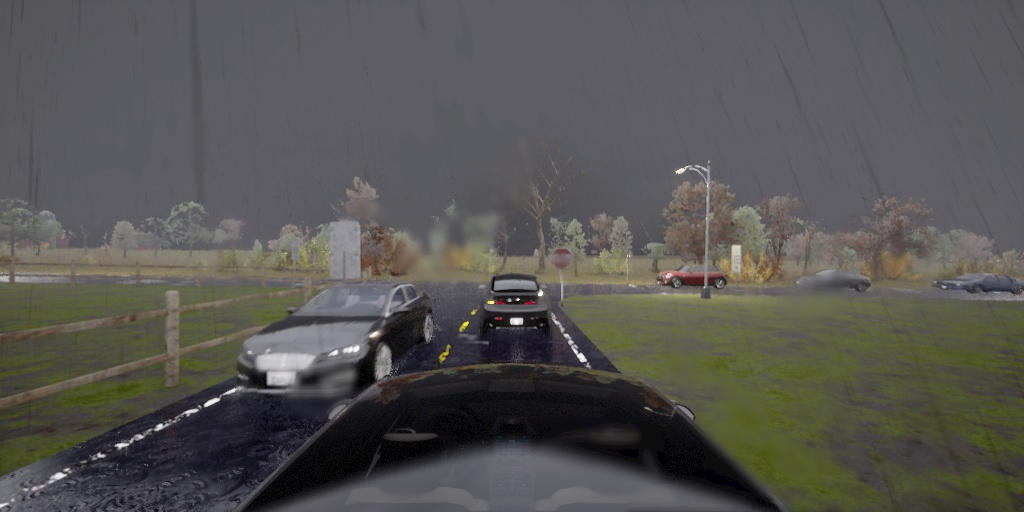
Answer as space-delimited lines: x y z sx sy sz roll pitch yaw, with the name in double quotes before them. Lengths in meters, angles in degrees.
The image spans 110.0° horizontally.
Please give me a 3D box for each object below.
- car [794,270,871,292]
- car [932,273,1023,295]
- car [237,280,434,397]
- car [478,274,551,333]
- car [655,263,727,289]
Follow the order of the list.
"car" 23.110 1.751 25.876 4.674 1.442 1.812 1 1 0
"car" 33.890 1.962 25.844 5.357 1.411 2.033 1 1 0
"car" -2.821 1.253 6.877 2.128 1.511 4.902 0 0 0
"car" 0.040 1.277 10.851 1.837 1.490 4.892 0 0 -2
"car" 12.813 1.394 25.851 4.553 1.767 2.097 1 1 -1
